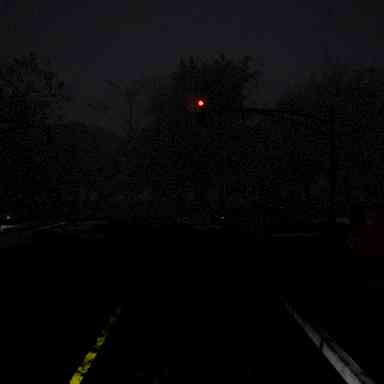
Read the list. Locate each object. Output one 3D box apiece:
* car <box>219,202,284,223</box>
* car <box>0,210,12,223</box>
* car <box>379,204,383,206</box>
[{"bbox_3d":[4.498,1.624,25.681,4.718,1.301,1.895,0,0,-10],"label":"car"},{"bbox_3d":[-14.901,1.472,22.823,4.674,1.442,1.812,0,0,0],"label":"car"},{"bbox_3d":[15.556,1.627,26.392,4.181,1.385,1.994,0,0,-2],"label":"car"}]
